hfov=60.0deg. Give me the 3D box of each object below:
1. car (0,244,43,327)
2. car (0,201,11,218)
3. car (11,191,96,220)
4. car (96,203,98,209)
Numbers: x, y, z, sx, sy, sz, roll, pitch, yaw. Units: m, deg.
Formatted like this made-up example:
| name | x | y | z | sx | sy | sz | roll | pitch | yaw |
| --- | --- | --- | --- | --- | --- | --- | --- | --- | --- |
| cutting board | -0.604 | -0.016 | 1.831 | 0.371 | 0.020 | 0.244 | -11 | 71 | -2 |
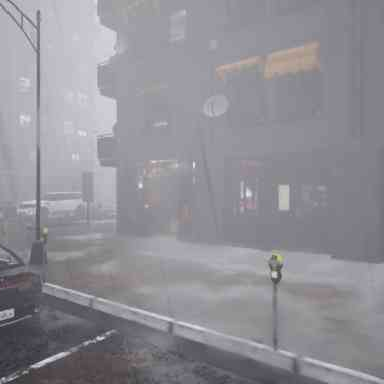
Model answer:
| name | x | y | z | sx | sy | sz | roll | pitch | yaw |
| --- | --- | --- | --- | --- | --- | --- | --- | --- | --- |
| car | -4.485 | 1.551 | 6.095 | 4.403 | 1.369 | 2.008 | 0 | 0 | 36 |
| car | -13.991 | 1.350 | 26.132 | 2.008 | 1.369 | 4.403 | 1 | 1 | 35 |
| car | -10.741 | 0.994 | 26.274 | 2.150 | 2.045 | 5.566 | 0 | 1 | 35 |
| car | -10.889 | 1.250 | 30.549 | 1.752 | 1.417 | 4.829 | 1 | 1 | 35 |
